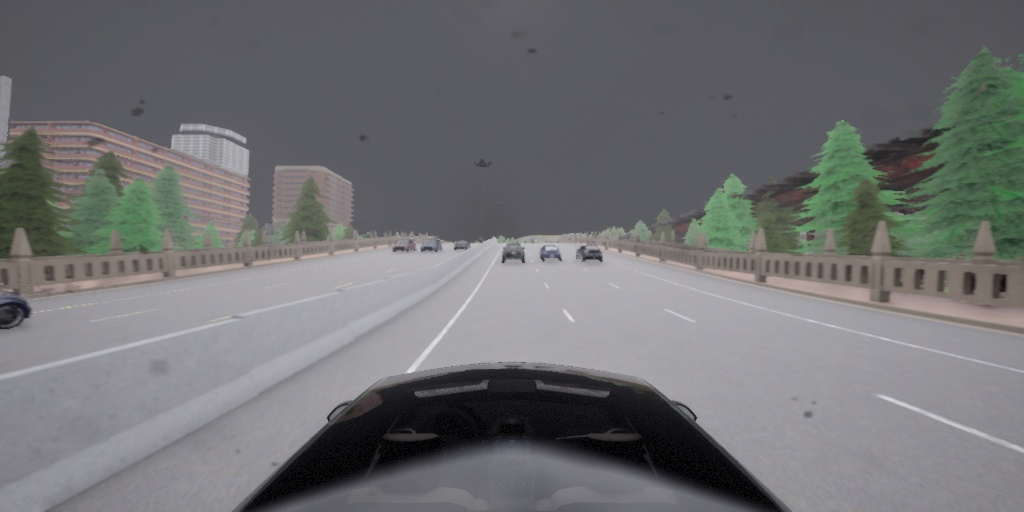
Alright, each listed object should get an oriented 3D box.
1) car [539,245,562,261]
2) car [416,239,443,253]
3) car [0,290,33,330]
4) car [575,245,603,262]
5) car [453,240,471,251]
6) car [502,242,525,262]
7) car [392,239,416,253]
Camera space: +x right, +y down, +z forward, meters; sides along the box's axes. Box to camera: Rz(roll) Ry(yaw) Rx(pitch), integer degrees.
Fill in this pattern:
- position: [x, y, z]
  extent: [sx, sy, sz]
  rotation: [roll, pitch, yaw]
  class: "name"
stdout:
- position: [3.663, -0.363, 34.840]
  extent: [1.812, 1.442, 4.674]
  rotation: [0, 4, 1]
  class: "car"
- position: [-10.441, -1.396, 46.552]
  extent: [2.097, 1.767, 4.553]
  rotation: [0, 4, 0]
  class: "car"
- position: [-14.079, 1.270, 7.960]
  extent: [1.994, 1.385, 4.181]
  rotation: [0, 1, 0]
  class: "car"
- position: [7.149, -0.286, 33.539]
  extent: [1.837, 1.490, 4.892]
  rotation: [0, 5, 1]
  class: "car"
- position: [-6.913, -1.469, 50.204]
  extent: [2.033, 1.411, 5.357]
  rotation: [0, 4, 1]
  class: "car"
- position: [0.149, -0.442, 33.539]
  extent: [2.097, 1.767, 4.553]
  rotation: [0, 4, 1]
  class: "car"
- position: [-13.941, -1.397, 46.563]
  extent: [2.097, 1.767, 4.553]
  rotation: [0, 4, 0]
  class: "car"
